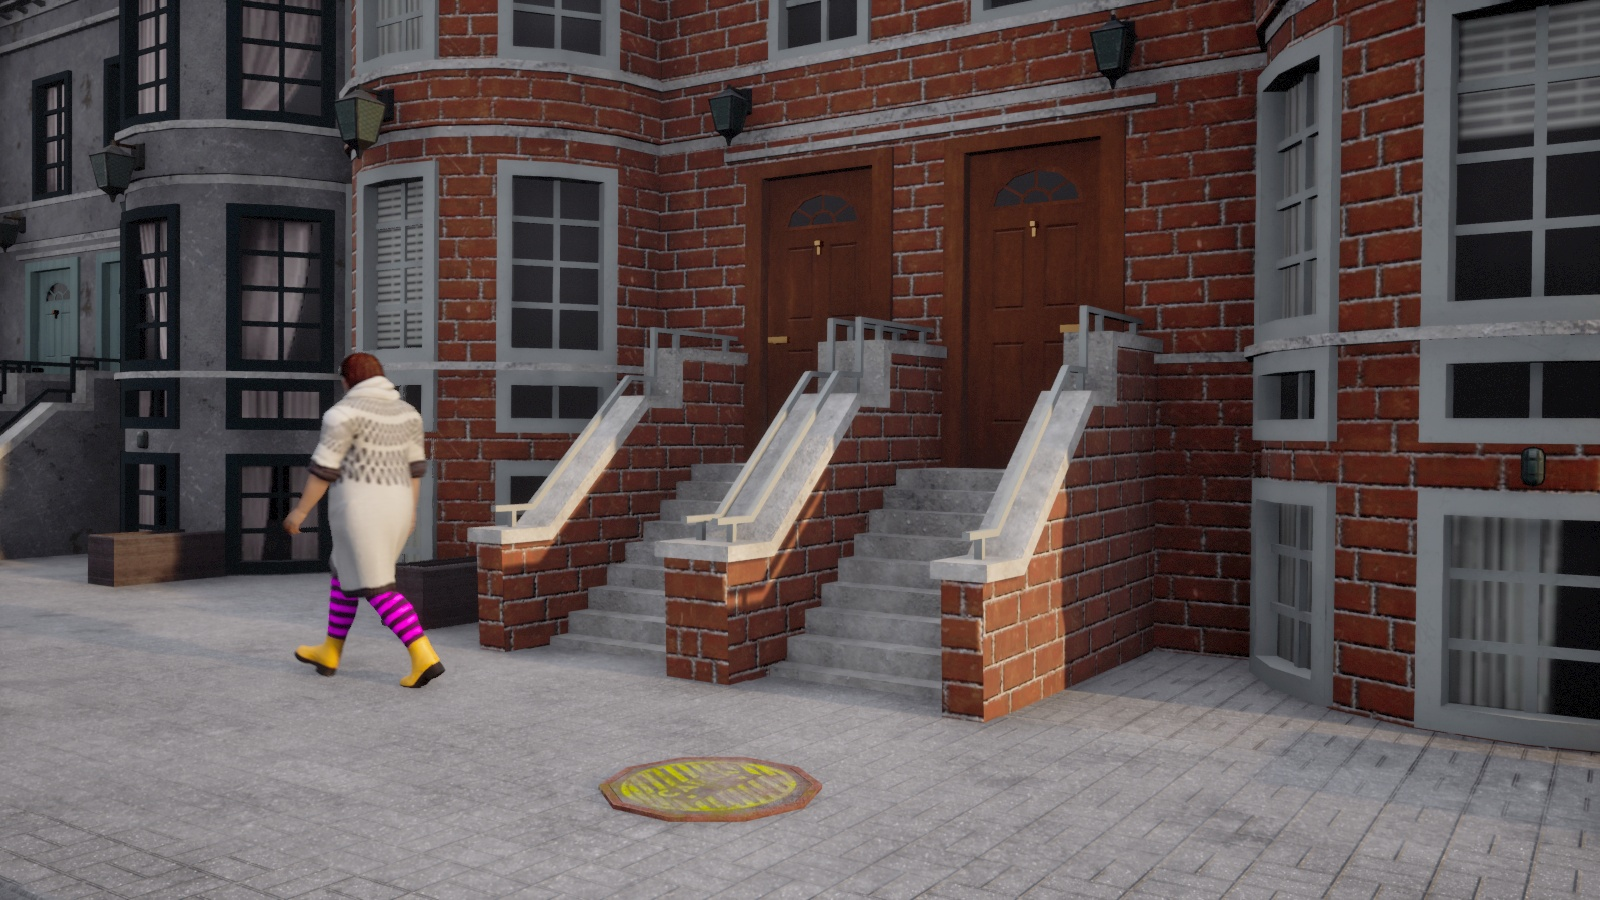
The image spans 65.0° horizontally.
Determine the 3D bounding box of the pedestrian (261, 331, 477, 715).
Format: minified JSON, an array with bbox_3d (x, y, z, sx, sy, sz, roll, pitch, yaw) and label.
[{"bbox_3d":[-2.336,0.367,6.843,0.873,1.952,0.659,0,1,22],"label":"pedestrian"}]
